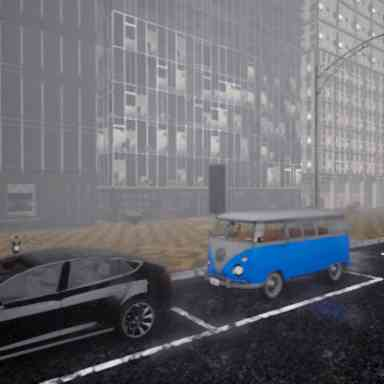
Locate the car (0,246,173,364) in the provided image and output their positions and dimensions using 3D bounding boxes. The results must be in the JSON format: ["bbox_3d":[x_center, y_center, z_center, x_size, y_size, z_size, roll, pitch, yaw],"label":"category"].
[{"bbox_3d":[-2.308,1.565,4.919,4.313,1.339,1.947,0,0,-36],"label":"car"}]

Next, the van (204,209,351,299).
[{"bbox_3d":[2.186,1.338,8.129,3.998,1.788,1.690,0,0,-36],"label":"van"}]
